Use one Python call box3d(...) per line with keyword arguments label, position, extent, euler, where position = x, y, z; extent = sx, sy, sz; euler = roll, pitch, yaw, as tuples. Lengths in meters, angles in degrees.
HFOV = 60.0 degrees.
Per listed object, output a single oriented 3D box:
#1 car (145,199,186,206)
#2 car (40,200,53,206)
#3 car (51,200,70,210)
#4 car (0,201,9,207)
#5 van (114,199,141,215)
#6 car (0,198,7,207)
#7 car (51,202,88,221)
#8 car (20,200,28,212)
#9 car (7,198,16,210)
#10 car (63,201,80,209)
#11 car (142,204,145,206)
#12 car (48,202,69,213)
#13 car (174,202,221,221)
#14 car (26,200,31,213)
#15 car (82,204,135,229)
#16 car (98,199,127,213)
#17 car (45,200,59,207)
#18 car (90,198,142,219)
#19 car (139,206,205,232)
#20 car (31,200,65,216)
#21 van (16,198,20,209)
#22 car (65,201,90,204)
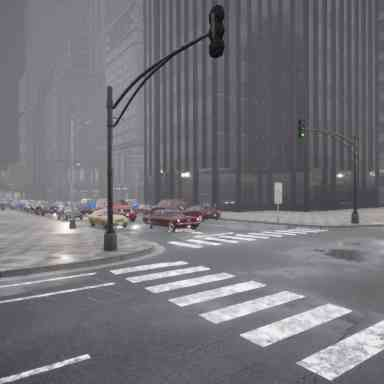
box3d(label="car", position=(-2.299, 1.667, 33.638), extent=(2.192, 1.841, 5.009), euler=(-1, 0, -35))
box3d(label="car", position=(-34.661, 2.659, 79.223), extent=(1.947, 1.339, 4.313), euler=(-1, 0, -35))
box3d(label="car", position=(-22.977, 2.270, 58.005), extent=(1.882, 1.535, 5.008), euler=(0, -1, -35))
box3d(label="car", position=(-44.319, 2.770, 78.102), extent=(1.802, 1.307, 4.206), euler=(-1, 0, -35))
box3d(label="van", position=(-8.178, 1.831, 41.941), extent=(1.690, 1.788, 3.998), euler=(-1, 0, -35))
box3d(label="car", position=(-41.208, 2.665, 73.717), extent=(1.887, 1.381, 4.507), euler=(-1, 0, -35))
box3d(label="car", position=(-11.969, 2.003, 32.527), extent=(2.008, 1.369, 4.403), euler=(-1, 0, -35))
box3d(label="car", position=(-23.284, 2.156, 48.463), extent=(1.967, 1.590, 4.097), euler=(-1, 0, -35))
box3d(label="car", position=(-31.872, 2.353, 60.561), extent=(1.967, 1.590, 4.097), euler=(-1, 0, -35))
box3d(label="car", position=(-22.615, 2.405, 62.253), extent=(1.802, 1.307, 4.206), euler=(-1, 0, -35))
box3d(label="car", position=(-5.232, 2.003, 37.789), extent=(1.802, 1.307, 4.206), euler=(-1, 0, -35))
box3d(label="car", position=(-18.986, 2.182, 47.115), extent=(1.812, 1.442, 4.674), euler=(0, -1, -35))
box3d(label="car", position=(0.646, 1.828, 29.486), extent=(1.887, 1.381, 4.507), euler=(-1, 0, -35))
box3d(label="car", position=(-20.454, 2.195, 44.480), extent=(1.887, 1.381, 4.507), euler=(-1, 0, -35))
box3d(label="car", position=(-6.215, 1.843, 24.420), extent=(1.752, 1.417, 4.829), euler=(-1, 0, -35))
box3d(label="car", position=(-11.118, 1.874, 46.093), extent=(2.192, 1.841, 5.009), euler=(-1, 0, -35))
box3d(label="car", position=(-31.649, 2.593, 74.980), extent=(1.947, 1.339, 4.313), euler=(-1, 0, -35))
box3d(label="car", position=(-7.011, 1.598, 30.161), extent=(2.150, 2.045, 5.566), euler=(0, -1, -35))
box3d(label="car", position=(-1.458, 1.846, 22.337), extent=(1.895, 1.301, 4.718), euler=(0, -1, -35))
box3d(label="car", position=(-17.631, 1.900, 40.495), extent=(2.192, 1.841, 5.009), euler=(-1, 0, -35))
box3d(label="van", position=(-26.114, 2.122, 52.448), extent=(1.690, 1.788, 3.998), euler=(-1, 0, -35))
box3d(label="car", position=(-13.067, 2.065, 38.701), extent=(2.033, 1.411, 5.357), euler=(0, -1, -35))
